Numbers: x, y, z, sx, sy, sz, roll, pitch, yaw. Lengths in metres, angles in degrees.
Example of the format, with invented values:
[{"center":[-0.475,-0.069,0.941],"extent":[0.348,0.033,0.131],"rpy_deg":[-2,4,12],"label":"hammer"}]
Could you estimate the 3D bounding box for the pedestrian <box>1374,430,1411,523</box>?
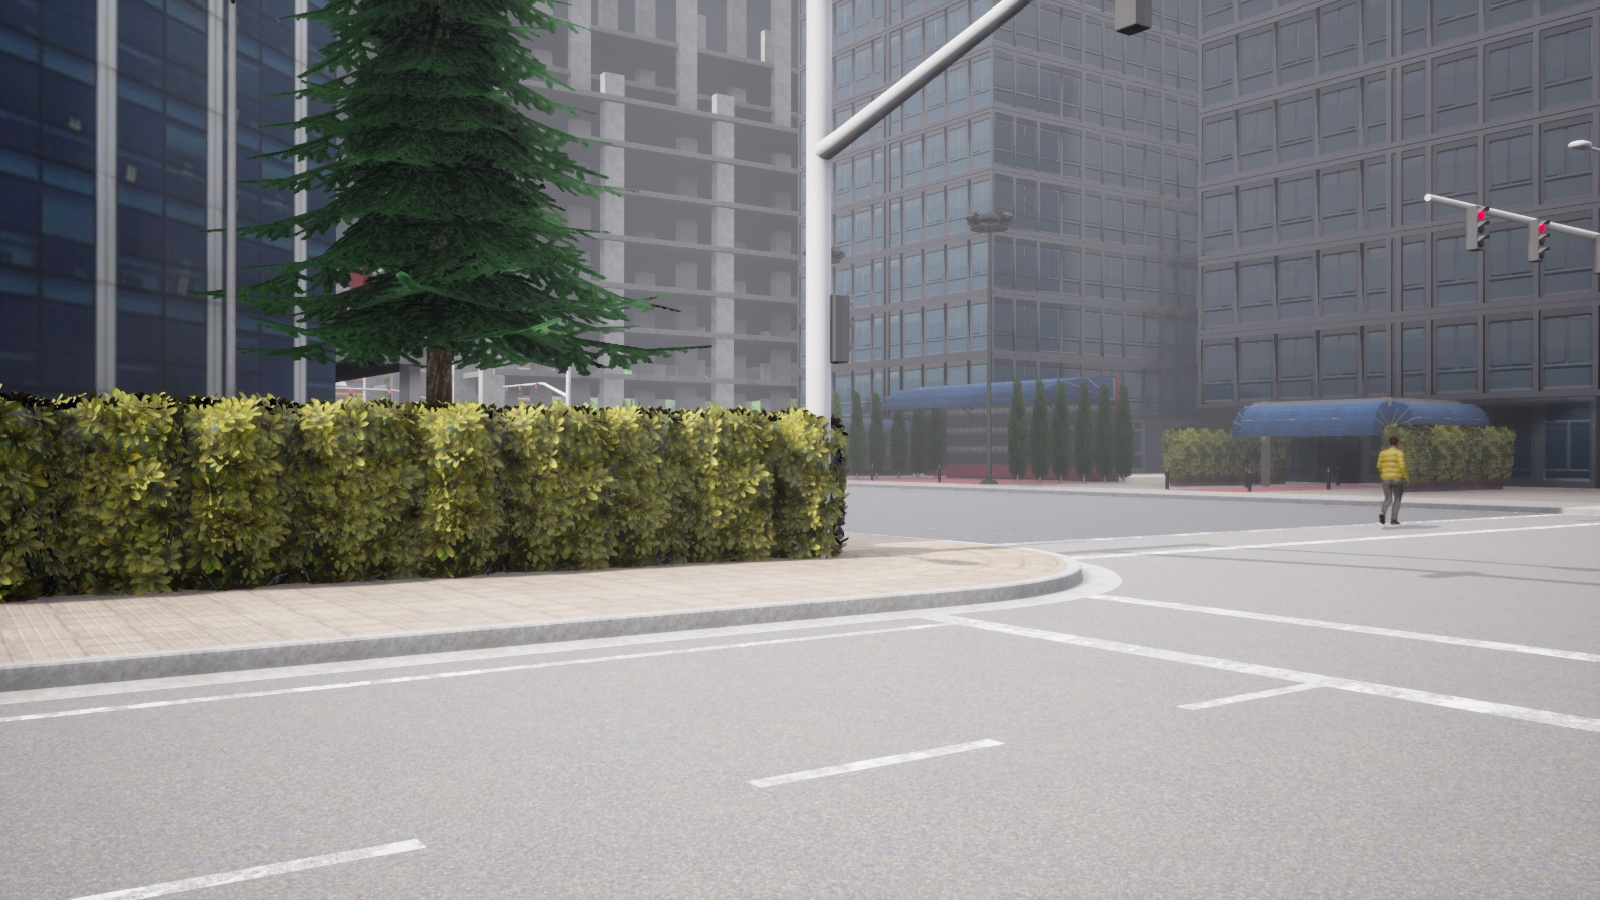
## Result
[{"center":[11.809,0.519,25.027],"extent":[0.709,1.840,0.431],"rpy_deg":[0,0,-41],"label":"pedestrian"}]
